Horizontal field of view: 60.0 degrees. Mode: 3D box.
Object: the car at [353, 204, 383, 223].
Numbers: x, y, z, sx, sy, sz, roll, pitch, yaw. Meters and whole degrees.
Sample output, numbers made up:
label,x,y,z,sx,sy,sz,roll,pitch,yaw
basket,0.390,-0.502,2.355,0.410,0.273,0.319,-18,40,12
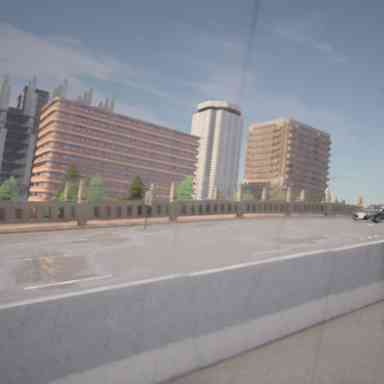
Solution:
label,x,y,z,sx,sy,sz,roll,pitch,yaw
car,15.221,1.759,27.430,4.902,1.511,2.128,3,-1,-35
